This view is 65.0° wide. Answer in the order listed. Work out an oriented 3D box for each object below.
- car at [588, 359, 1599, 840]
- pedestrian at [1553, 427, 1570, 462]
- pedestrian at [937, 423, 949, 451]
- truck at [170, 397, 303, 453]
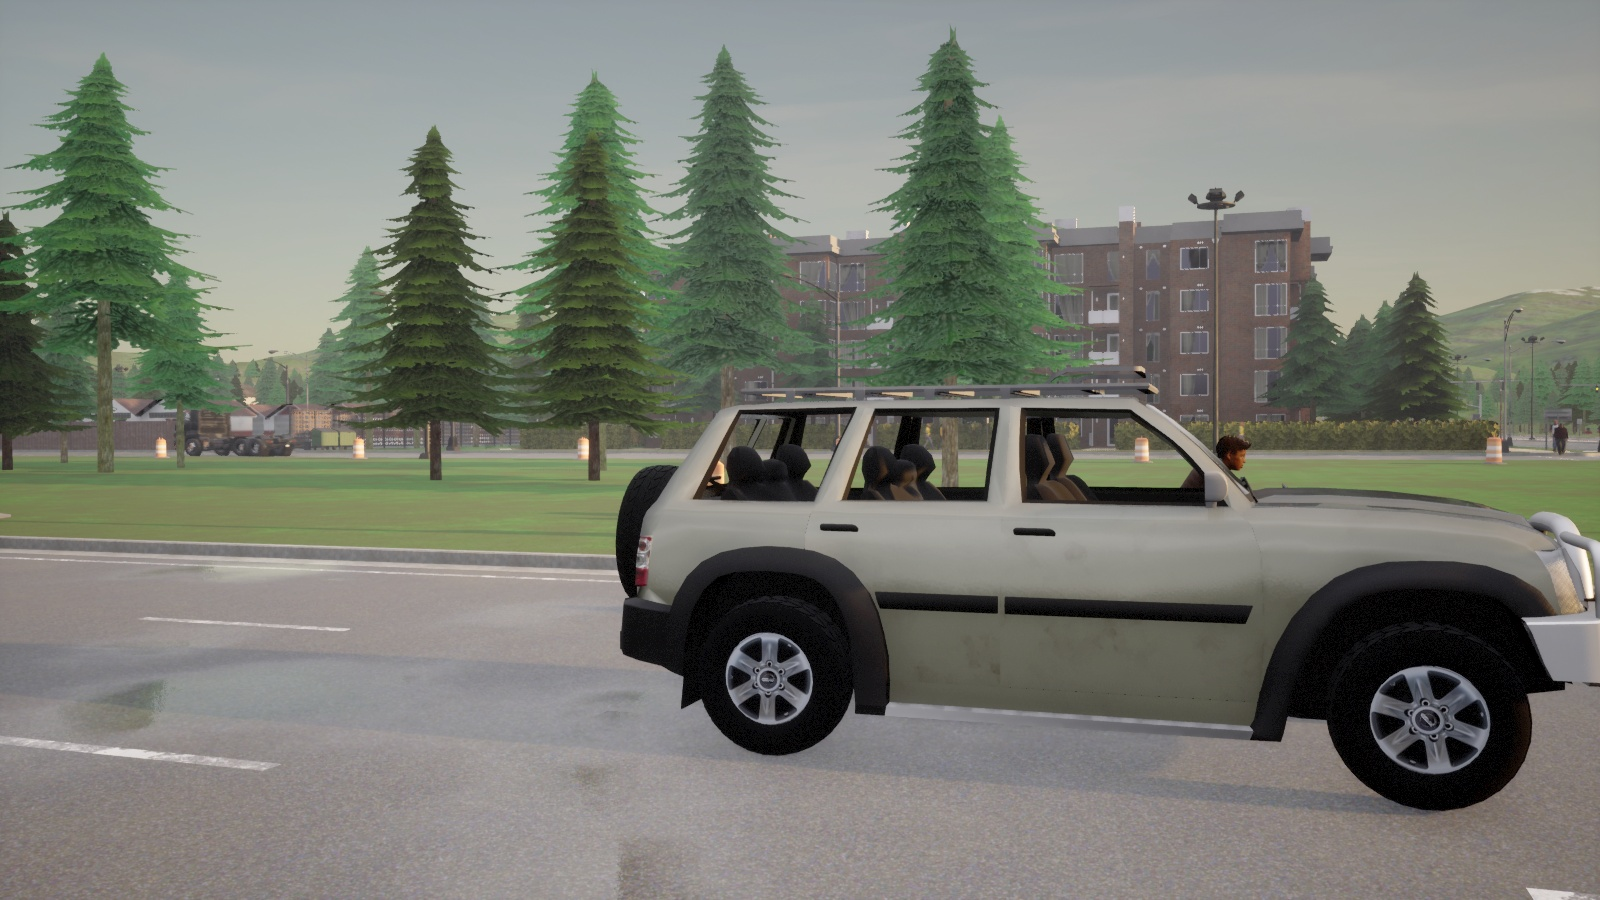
[{"bbox_3d":[1.444,0.546,6.396,4.605,1.855,1.932,1,1,18],"label":"car"},{"bbox_3d":[40.809,-0.306,67.295,0.634,1.844,0.899,1,1,22],"label":"pedestrian"},{"bbox_3d":[9.554,-0.851,83.830,0.726,1.835,0.370,1,1,20],"label":"pedestrian"},{"bbox_3d":[-36.012,-1.576,80.273,7.936,3.462,2.891,1,1,19],"label":"truck"}]
